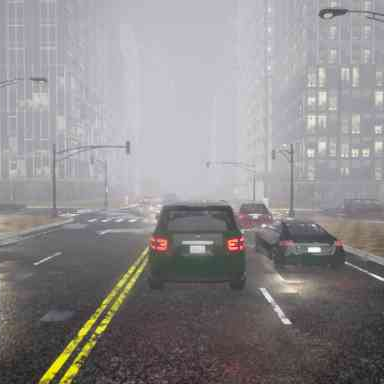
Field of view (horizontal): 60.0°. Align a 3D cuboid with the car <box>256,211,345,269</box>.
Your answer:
[{"bbox_3d":[3.363,1.558,11.148,1.994,1.385,4.181,0,0,0],"label":"car"}]

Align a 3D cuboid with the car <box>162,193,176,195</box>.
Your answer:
[{"bbox_3d":[-3.301,1.183,51.771,2.150,2.045,5.566,0,0,-1],"label":"car"}]

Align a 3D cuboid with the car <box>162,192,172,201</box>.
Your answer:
[{"bbox_3d":[-6.398,1.128,85.628,2.150,2.045,5.566,0,0,0],"label":"car"}]

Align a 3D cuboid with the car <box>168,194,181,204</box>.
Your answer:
[{"bbox_3d":[-3.240,1.302,61.583,2.097,1.767,4.553,0,0,0],"label":"car"}]

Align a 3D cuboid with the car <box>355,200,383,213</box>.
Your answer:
[{"bbox_3d":[21.856,1.641,38.728,4.829,1.417,1.752,1,0,1],"label":"car"}]

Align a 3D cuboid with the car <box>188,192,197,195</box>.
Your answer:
[{"bbox_3d":[0.098,1.439,81.675,1.812,1.442,4.674,0,0,0],"label":"car"}]

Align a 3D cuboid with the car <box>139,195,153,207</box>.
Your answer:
[{"bbox_3d":[-6.563,1.316,49.986,2.097,1.767,4.553,0,0,1],"label":"car"}]

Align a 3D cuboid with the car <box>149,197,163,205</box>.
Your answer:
[{"bbox_3d":[-6.496,1.552,60.320,1.895,1.301,4.718,0,0,0],"label":"car"}]

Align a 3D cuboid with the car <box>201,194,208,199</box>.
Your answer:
[{"bbox_3d":[3.360,1.216,91.670,1.882,1.535,5.008,0,0,0],"label":"car"}]

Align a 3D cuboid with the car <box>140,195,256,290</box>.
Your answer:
[{"bbox_3d":[0.113,1.217,9.218,2.150,2.045,5.566,0,0,0],"label":"car"}]

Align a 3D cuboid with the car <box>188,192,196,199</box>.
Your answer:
[{"bbox_3d":[0.110,0.963,91.704,2.150,2.045,5.566,0,0,0],"label":"car"}]

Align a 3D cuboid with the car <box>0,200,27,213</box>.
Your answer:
[{"bbox_3d":[-19.371,1.443,33.666,4.718,1.301,1.895,1,1,1],"label":"car"}]

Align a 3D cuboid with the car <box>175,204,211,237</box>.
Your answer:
[{"bbox_3d":[0.119,1.515,18.900,1.812,1.442,4.674,0,0,2],"label":"car"}]

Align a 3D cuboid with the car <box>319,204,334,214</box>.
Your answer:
[{"bbox_3d":[16.766,1.660,36.224,5.357,1.411,2.033,0,1,1],"label":"car"}]

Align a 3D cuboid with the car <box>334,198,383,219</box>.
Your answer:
[{"bbox_3d":[16.237,1.517,30.448,5.009,1.841,2.192,1,0,1],"label":"car"}]

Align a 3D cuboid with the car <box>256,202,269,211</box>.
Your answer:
[{"bbox_3d":[3.373,1.341,19.762,2.097,1.767,4.553,0,0,0],"label":"car"}]

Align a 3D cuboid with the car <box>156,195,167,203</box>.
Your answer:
[{"bbox_3d":[-6.416,1.416,70.763,1.882,1.535,5.008,0,0,0],"label":"car"}]

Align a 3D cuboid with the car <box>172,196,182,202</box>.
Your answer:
[{"bbox_3d":[-3.165,1.532,71.635,1.895,1.301,4.718,0,0,0],"label":"car"}]
